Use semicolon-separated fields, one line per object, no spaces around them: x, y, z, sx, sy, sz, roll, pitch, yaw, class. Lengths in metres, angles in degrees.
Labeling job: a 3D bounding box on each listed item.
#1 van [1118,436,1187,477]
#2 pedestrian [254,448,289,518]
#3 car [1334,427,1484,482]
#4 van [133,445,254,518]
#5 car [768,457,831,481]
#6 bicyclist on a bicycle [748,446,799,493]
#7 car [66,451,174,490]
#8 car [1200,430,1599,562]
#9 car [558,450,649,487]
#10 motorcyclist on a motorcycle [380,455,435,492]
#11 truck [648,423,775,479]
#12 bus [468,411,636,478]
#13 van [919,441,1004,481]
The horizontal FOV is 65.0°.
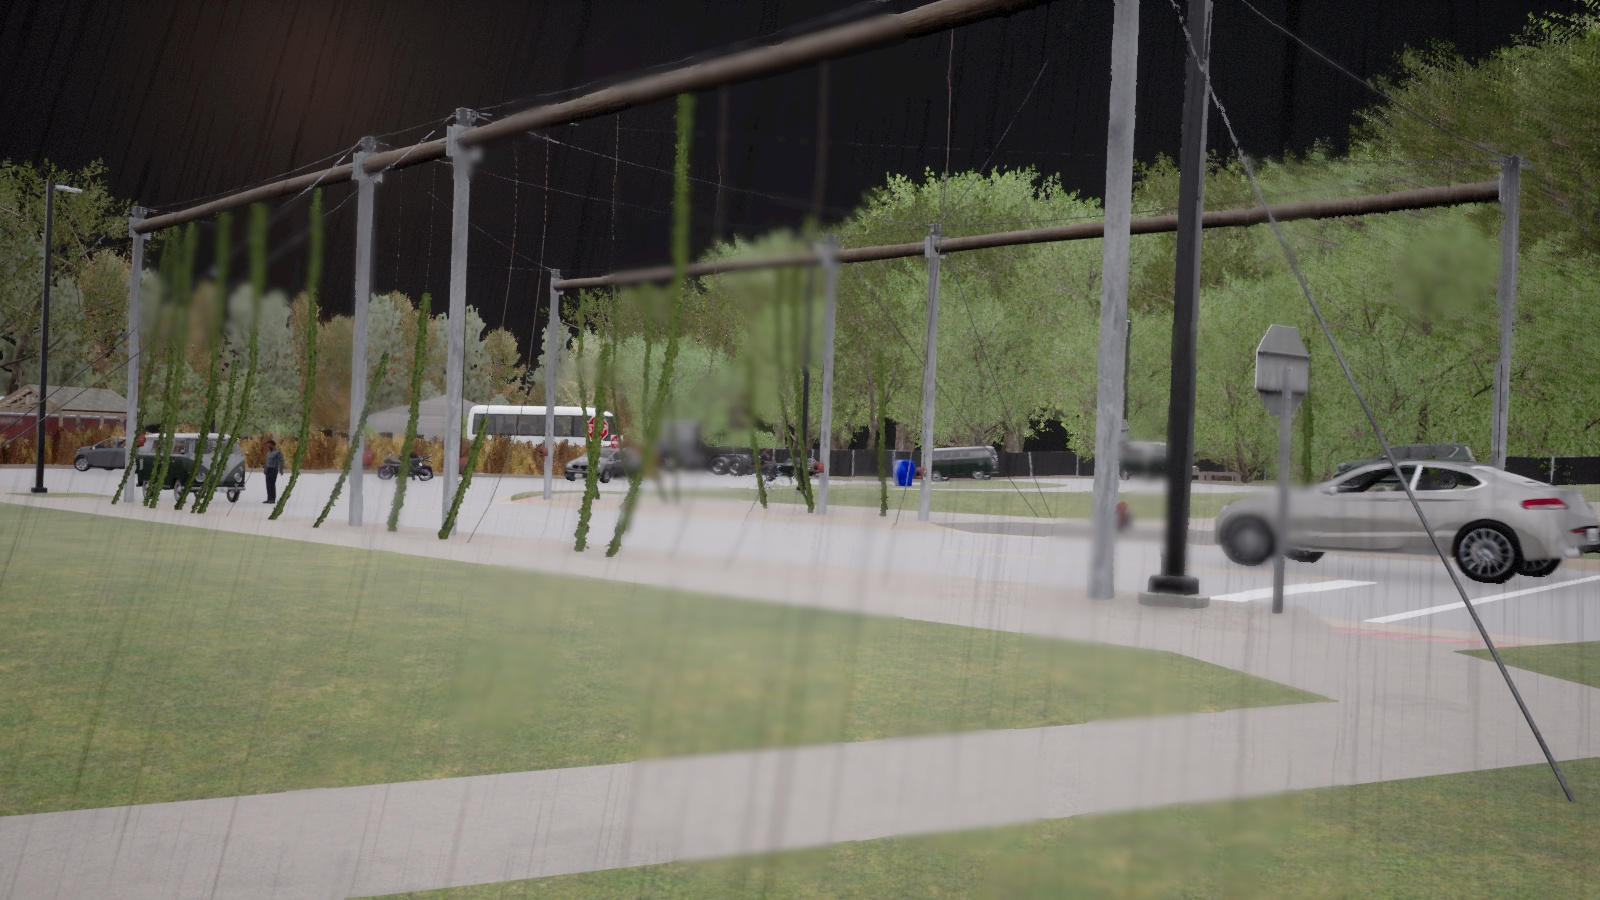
17.772;0.285;63.516;1.775;1.987;4.442;0;0;-7;van
-15.067;0.925;35.821;0.423;1.949;0.788;1;0;30;pedestrian
25.899;0.208;53.651;5.566;2.045;2.150;-3;-1;22;car
-17.786;0.882;36.752;4.442;1.987;1.775;0;-1;44;van
-0.087;1.136;77.973;1.895;1.301;4.718;-1;1;-28;car
-1.027;0.776;48.837;1.843;1.776;0.659;-2;-2;29;bicyclist on a bicycle
-28.299;0.829;52.300;3.633;1.501;1.845;1;1;14;car
8.704;0.627;18.324;2.152;1.651;5.027;1;-1;-44;car
-9.519;0.876;61.278;2.242;1.667;4.611;1;0;23;car
-16.921;0.986;54.116;2.191;1.530;0.866;0;1;-21;motorcyclist on a motorcycle
-5.776;0.029;81.616;7.936;3.462;2.891;0;1;27;truck
-16.410;-0.397;83.295;10.273;4.253;3.944;0;1;14;bus
9.372;0.638;73.006;4.442;1.987;1.775;-5;-2;25;van
